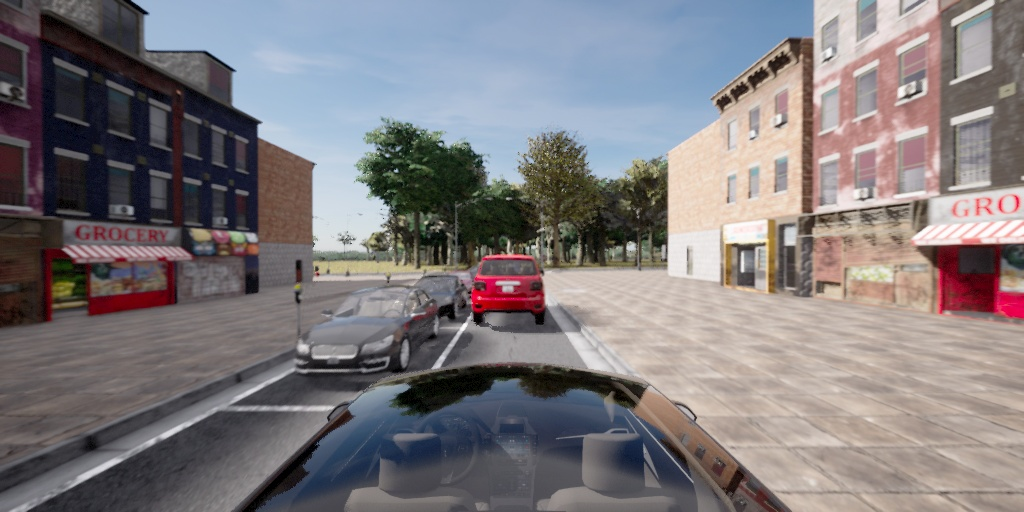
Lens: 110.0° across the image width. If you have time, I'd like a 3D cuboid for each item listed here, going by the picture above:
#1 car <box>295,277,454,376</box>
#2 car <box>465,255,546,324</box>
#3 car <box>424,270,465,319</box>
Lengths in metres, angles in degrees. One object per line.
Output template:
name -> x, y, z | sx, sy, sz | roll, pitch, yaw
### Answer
car -> -2.638, 1.324, 7.487 | 2.007, 1.370, 4.403 | 0, 0, 0
car -> -0.065, 1.013, 12.345 | 2.150, 2.045, 5.566 | 0, -1, 1
car -> -2.638, 1.363, 12.922 | 1.948, 1.339, 4.313 | 0, 0, 0
